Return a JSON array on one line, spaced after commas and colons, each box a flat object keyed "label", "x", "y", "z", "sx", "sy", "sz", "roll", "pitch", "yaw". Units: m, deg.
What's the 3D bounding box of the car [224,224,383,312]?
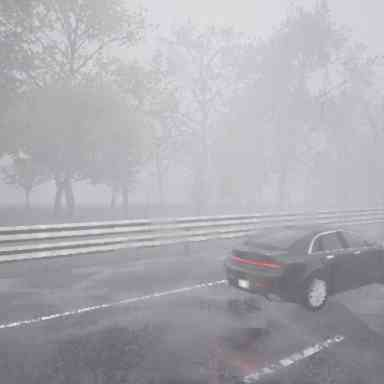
[{"label": "car", "x": 2.960, "y": 1.508, "z": 7.755, "sx": 4.892, "sy": 1.490, "sz": 1.837, "roll": 0, "pitch": 0, "yaw": -35}]
